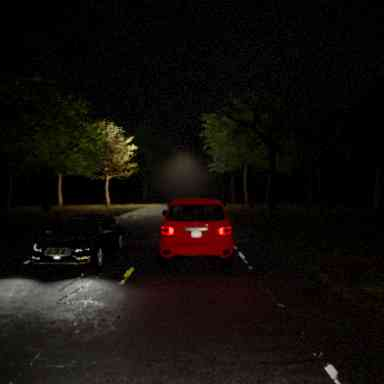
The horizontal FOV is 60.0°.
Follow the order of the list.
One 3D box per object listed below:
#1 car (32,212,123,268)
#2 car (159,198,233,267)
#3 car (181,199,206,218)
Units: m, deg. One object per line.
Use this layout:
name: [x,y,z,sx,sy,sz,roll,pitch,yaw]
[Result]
car: [-3.606,1.492,11.305,1.837,1.490,4.892,0,0,0]
car: [0.098,1.209,11.511,2.150,2.045,5.566,0,0,0]
car: [0.088,1.462,30.494,2.128,1.511,4.902,0,0,0]
